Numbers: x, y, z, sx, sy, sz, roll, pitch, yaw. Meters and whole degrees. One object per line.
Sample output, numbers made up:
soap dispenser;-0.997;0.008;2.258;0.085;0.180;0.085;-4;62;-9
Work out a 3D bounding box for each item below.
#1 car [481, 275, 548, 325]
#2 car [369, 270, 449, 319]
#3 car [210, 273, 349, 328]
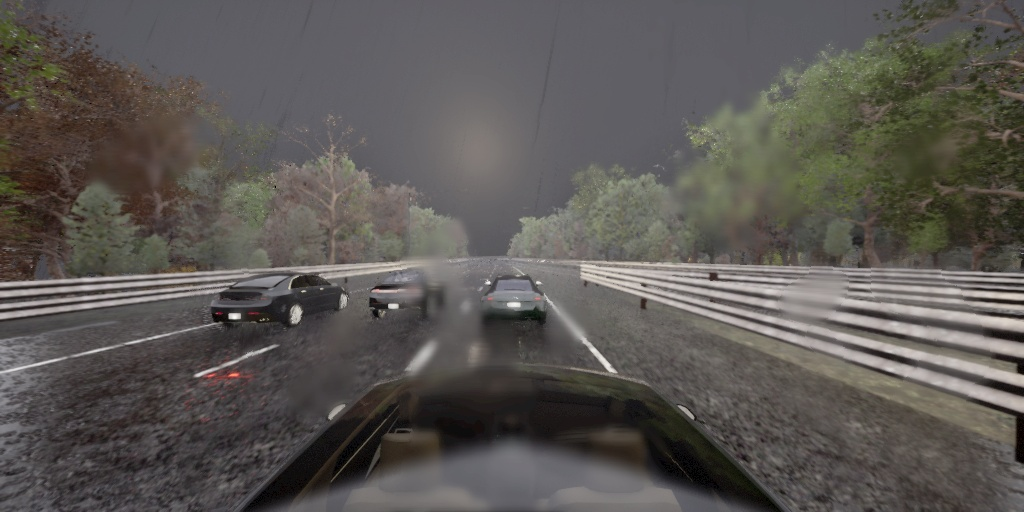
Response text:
car;0.050;1.316;11.891;1.994;1.385;4.181;0;0;0
car;-3.457;1.245;12.830;2.128;1.511;4.902;0;0;0
car;-6.946;1.260;11.385;1.837;1.490;4.892;0;0;0
